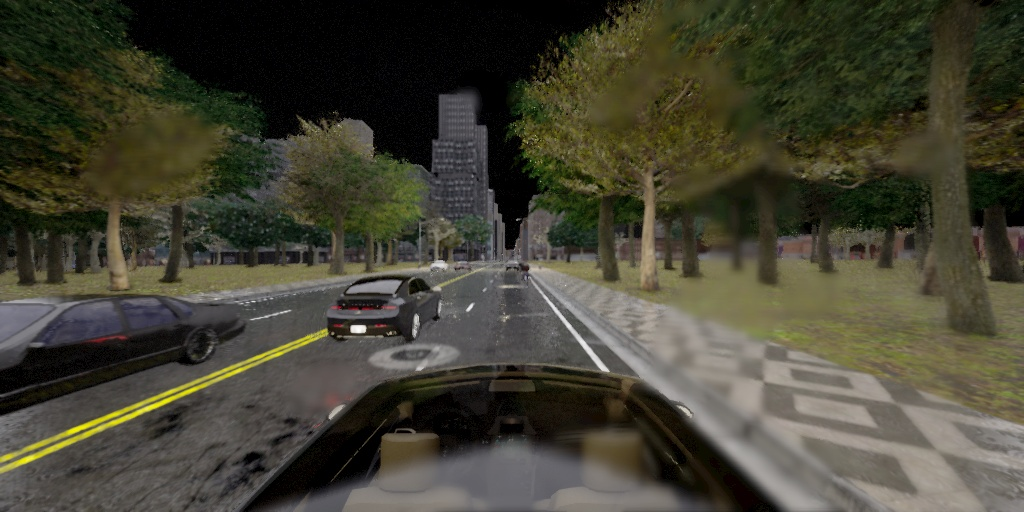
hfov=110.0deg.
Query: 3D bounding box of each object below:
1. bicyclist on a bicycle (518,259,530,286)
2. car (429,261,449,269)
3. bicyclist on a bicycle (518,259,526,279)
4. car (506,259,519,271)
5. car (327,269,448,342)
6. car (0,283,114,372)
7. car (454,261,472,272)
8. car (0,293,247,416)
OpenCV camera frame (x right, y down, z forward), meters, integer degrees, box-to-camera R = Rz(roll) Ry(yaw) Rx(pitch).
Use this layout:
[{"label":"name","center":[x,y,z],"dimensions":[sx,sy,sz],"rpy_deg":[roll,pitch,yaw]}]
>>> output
[{"label":"bicyclist on a bicycle","center":[0.892,1.139,23.505],"dimensions":[0.659,1.776,1.843],"rpy_deg":[0,0,0]},{"label":"car","center":[-9.821,1.345,48.602],"dimensions":[1.812,1.442,4.674],"rpy_deg":[0,0,0]},{"label":"bicyclist on a bicycle","center":[0.891,1.153,32.717],"dimensions":[0.659,1.776,1.843],"rpy_deg":[0,0,0]},{"label":"car","center":[0.083,1.432,52.278],"dimensions":[1.895,1.301,4.718],"rpy_deg":[0,0,0]},{"label":"car","center":[-3.151,1.257,9.780],"dimensions":[1.837,1.490,4.892],"rpy_deg":[0,0,0]},{"label":"car","center":[-9.852,1.297,5.272],"dimensions":[2.033,1.411,5.357],"rpy_deg":[0,0,0]},{"label":"car","center":[-6.573,1.385,48.707],"dimensions":[1.994,1.385,4.181],"rpy_deg":[0,0,0]},{"label":"car","center":[-6.599,1.297,5.284],"dimensions":[2.033,1.411,5.357],"rpy_deg":[0,0,0]}]
